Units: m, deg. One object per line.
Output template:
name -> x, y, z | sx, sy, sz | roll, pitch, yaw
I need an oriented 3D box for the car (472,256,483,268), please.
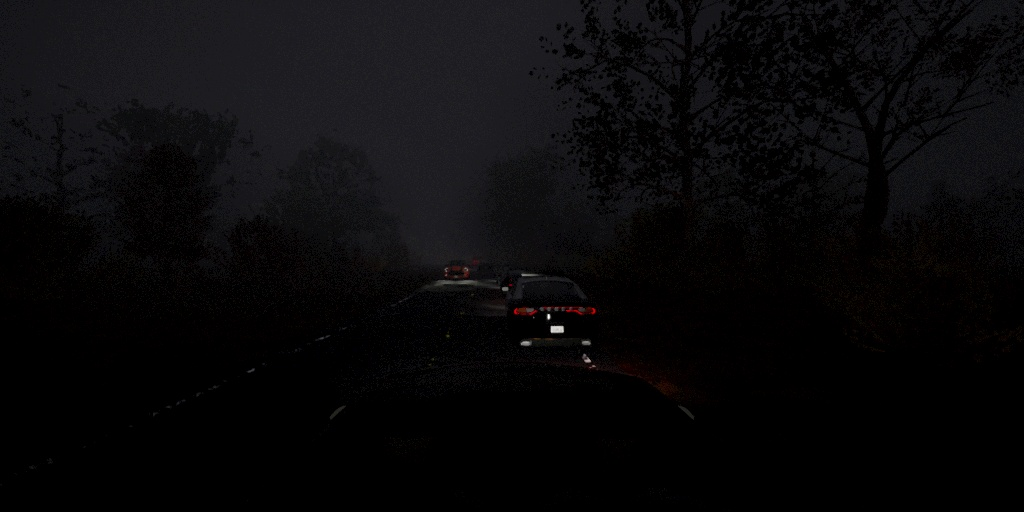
car -> -5.992, 1.008, 60.661 | 2.150, 2.045, 5.566 | 0, 0, -12

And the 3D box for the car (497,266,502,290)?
car -> 0.313, 1.288, 19.297 | 1.812, 1.442, 4.674 | 0, 0, -4

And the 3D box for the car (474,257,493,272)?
car -> -3.579, 1.256, 47.103 | 1.882, 1.535, 5.008 | 0, 0, -9

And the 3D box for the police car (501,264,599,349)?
police car -> 0.775, 1.180, 9.339 | 1.930, 1.638, 5.238 | 0, 0, -2

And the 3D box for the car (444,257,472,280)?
car -> -4.752, 1.122, 31.197 | 2.097, 1.767, 4.553 | 0, 0, -6
